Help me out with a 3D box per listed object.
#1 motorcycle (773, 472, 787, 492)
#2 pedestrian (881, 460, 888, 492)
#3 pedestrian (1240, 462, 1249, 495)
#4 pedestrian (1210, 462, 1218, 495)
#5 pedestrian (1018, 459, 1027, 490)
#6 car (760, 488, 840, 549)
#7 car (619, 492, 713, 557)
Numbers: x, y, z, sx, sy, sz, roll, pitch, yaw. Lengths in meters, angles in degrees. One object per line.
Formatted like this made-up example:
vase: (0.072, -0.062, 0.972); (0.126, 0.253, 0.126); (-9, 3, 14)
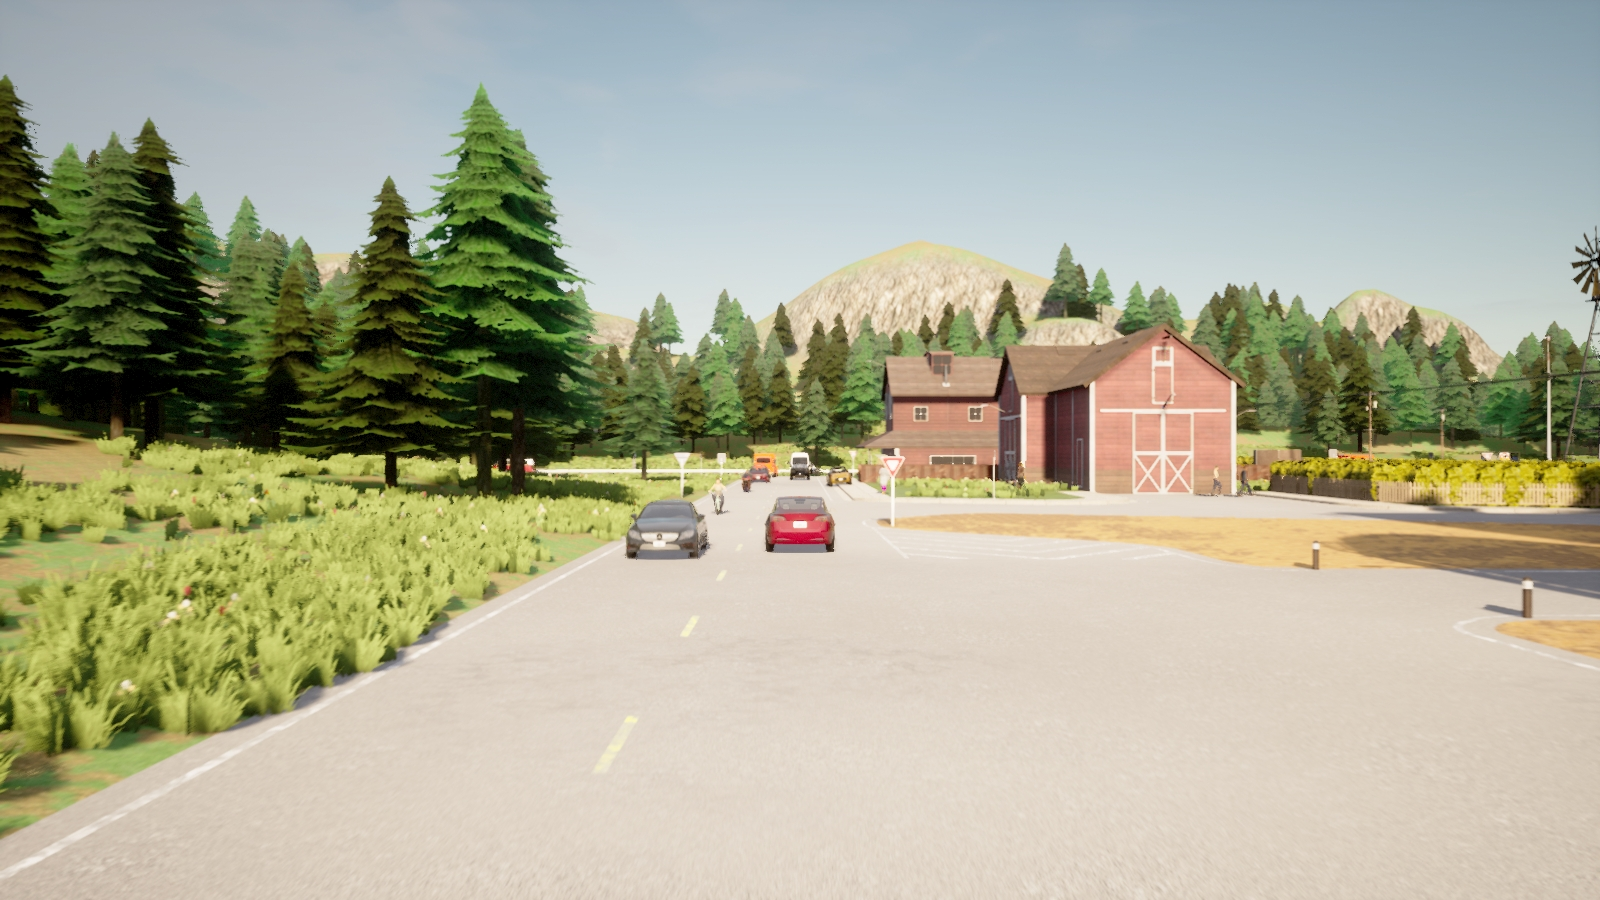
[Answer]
motorcycle: (-1.300, 2.065, 74.941); (0.867, 1.251, 2.209); (0, 0, 0)
pedestrian: (5.039, 1.556, 68.305); (0.375, 1.860, 0.375); (0, 0, 10)
pedestrian: (25.337, 1.618, 65.107); (0.375, 1.860, 0.375); (0, 0, 5)
pedestrian: (23.772, 1.617, 65.564); (0.375, 1.860, 0.375); (0, 0, 26)
pedestrian: (13.465, 1.489, 69.276); (0.375, 1.860, 0.375); (0, 0, -39)
car: (0.001, 1.923, 33.203); (2.163, 1.488, 4.792); (0, 0, 0)
car: (-3.511, 1.941, 30.801); (2.002, 1.442, 4.674); (0, 0, 0)
